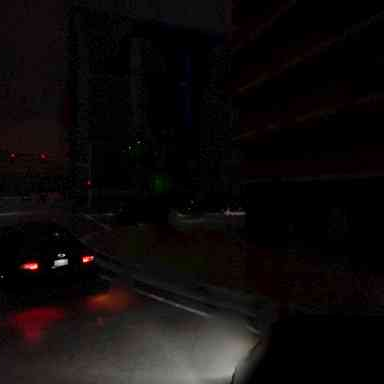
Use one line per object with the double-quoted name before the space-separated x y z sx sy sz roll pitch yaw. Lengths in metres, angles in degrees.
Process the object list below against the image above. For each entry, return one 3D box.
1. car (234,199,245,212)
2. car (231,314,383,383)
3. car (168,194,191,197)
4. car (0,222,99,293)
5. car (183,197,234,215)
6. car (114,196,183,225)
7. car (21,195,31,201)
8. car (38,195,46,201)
"car" 6.624 1.560 40.289 4.892 1.490 1.837 0 0 -23
"car" 2.873 1.547 2.017 5.357 1.411 2.033 0 0 35
"car" -2.527 1.277 36.489 5.566 2.045 2.150 0 0 -23
"car" -4.351 1.547 9.033 2.033 1.411 5.357 0 0 -39
"car" 1.464 1.560 34.357 4.892 1.490 1.837 0 0 -23
"car" -3.373 1.410 24.554 4.553 1.767 2.097 0 0 -23
"car" -40.176 1.525 80.618 2.128 1.511 4.902 0 0 -23
"car" -37.089 1.540 82.302 2.033 1.411 5.357 0 0 -23
